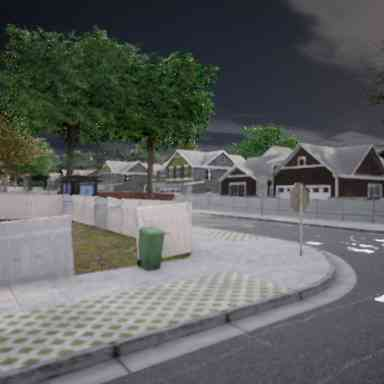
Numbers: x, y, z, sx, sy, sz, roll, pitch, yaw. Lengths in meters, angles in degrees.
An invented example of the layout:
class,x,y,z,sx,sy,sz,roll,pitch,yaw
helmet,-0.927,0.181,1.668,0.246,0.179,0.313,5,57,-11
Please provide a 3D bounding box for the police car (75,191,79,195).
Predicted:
class,x,y,z,sx,sy,sz,roll,pitch,yaw
police car,-12.940,0.761,38.566,1.930,1.638,5.238,1,0,-36
